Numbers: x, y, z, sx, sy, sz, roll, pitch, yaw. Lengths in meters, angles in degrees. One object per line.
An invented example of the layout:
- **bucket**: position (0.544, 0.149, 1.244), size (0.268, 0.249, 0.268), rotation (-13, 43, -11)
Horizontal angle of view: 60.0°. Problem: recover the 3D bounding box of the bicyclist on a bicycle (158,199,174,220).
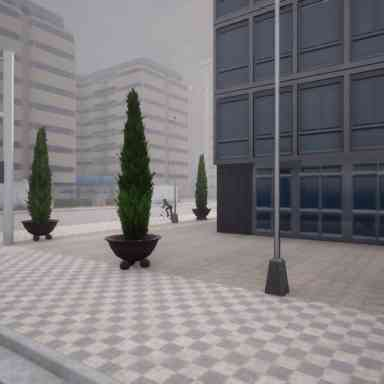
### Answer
- **bicyclist on a bicycle**: position (-1.999, 1.356, 25.879), size (1.656, 1.620, 0.582), rotation (0, 0, 35)
